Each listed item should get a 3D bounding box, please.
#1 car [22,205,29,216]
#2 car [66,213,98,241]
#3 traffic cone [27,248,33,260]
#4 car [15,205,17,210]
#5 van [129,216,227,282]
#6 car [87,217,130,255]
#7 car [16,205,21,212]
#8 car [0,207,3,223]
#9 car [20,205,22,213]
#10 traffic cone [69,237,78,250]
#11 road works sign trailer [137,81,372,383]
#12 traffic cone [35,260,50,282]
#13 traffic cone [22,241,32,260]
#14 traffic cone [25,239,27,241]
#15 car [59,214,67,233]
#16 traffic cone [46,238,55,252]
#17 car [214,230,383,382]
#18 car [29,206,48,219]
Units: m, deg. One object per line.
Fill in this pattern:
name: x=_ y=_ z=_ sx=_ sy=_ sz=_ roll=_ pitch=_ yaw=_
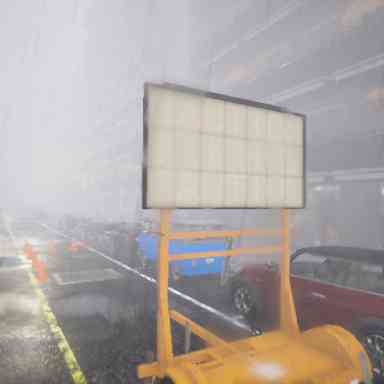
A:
car: x=-26.161 y=3.010 z=54.470 sx=1.967 sy=1.590 sz=4.097 roll=2 pitch=-2 yaw=-30
car: x=-6.153 y=2.175 z=20.526 sx=2.008 sy=1.369 sz=4.403 roll=2 pitch=-2 yaw=-30
traffic cone: x=-5.289 y=2.282 z=11.231 sx=0.340 sy=0.580 sz=0.340 roll=2 pitch=-2 yaw=-30
car: x=-40.453 y=3.708 z=78.714 sx=1.967 sy=1.590 sz=4.097 roll=2 pitch=-2 yaw=-30
van: x=-0.434 y=1.704 z=10.835 sx=1.690 sy=1.788 sz=3.998 roll=2 pitch=-2 yaw=-30
car: x=-3.295 y=2.059 z=15.676 sx=1.947 sy=1.339 sz=4.313 roll=2 pitch=-2 yaw=-30
car: x=-34.738 y=3.552 z=69.013 sx=1.947 sy=1.339 sz=4.313 roll=2 pitch=-2 yaw=-30
car: x=-20.949 y=2.153 z=34.330 sx=2.150 sy=2.045 sz=5.566 roll=2 pitch=-3 yaw=-30
car: x=-29.021 y=3.290 z=59.315 sx=1.802 sy=1.307 sz=4.206 roll=2 pitch=-2 yaw=-30
traffic cone: x=-5.597 y=2.426 z=15.691 sx=0.340 sy=0.580 sz=0.340 roll=2 pitch=-2 yaw=-31
road works sign trailer: x=0.394 y=0.616 z=4.175 sx=2.380 sy=3.560 sz=2.880 roll=2 pitch=-2 yaw=-30
traffic cone: x=-4.273 y=2.235 z=9.508 sx=0.340 sy=0.580 sz=0.340 roll=2 pitch=-2 yaw=-30
traffic cone: x=-6.304 y=2.328 z=12.953 sx=0.340 sy=0.580 sz=0.340 roll=2 pitch=-2 yaw=-30
traffic cone: x=-7.319 y=2.374 z=14.676 sx=0.340 sy=0.580 sz=0.340 roll=2 pitch=-2 yaw=-30
car: x=-9.011 y=2.299 z=25.376 sx=1.887 sy=1.381 sz=4.507 roll=2 pitch=-2 yaw=-30
traffic cone: x=-6.458 y=2.400 z=15.183 sx=0.340 sy=0.580 sz=0.340 roll=2 pitch=-2 yaw=-30
car: x=2.424 y=1.673 z=5.981 sx=1.967 sy=1.590 sz=4.097 roll=2 pitch=-2 yaw=-30
car: x=-20.444 y=2.874 z=44.767 sx=1.802 sy=1.307 sz=4.206 roll=2 pitch=-2 yaw=-30
